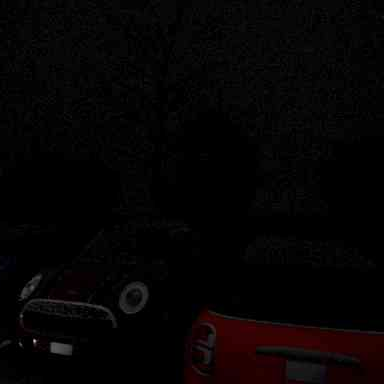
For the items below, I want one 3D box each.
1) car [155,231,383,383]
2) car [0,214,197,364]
[{"bbox_3d":[1.399,1.361,4.469,2.185,1.767,4.553,0,-1,16],"label":"car"},{"bbox_3d":[-1.000,1.364,6.257,2.185,1.767,4.553,1,-1,16],"label":"car"}]
